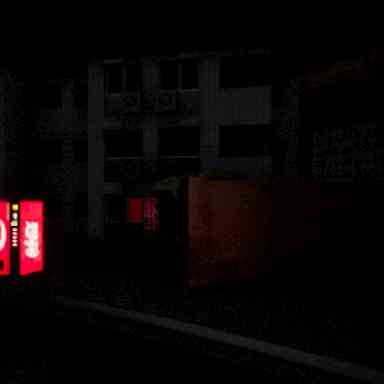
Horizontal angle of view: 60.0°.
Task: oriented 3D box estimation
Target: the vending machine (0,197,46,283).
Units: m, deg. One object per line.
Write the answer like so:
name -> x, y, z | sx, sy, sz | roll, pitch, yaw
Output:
vending machine -> -4.672, 1.195, 8.870 | 0.880, 2.100, 1.100 | 0, 0, 22
